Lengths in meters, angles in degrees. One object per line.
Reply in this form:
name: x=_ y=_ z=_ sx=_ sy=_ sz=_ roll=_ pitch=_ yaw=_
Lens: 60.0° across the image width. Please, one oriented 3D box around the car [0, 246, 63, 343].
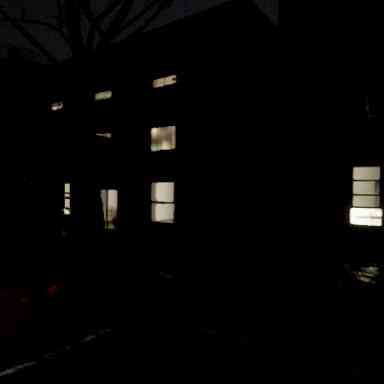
car: x=-3.911 y=1.579 z=5.692 sx=4.206 sy=1.307 sz=1.802 roll=0 pitch=1 yaw=36
